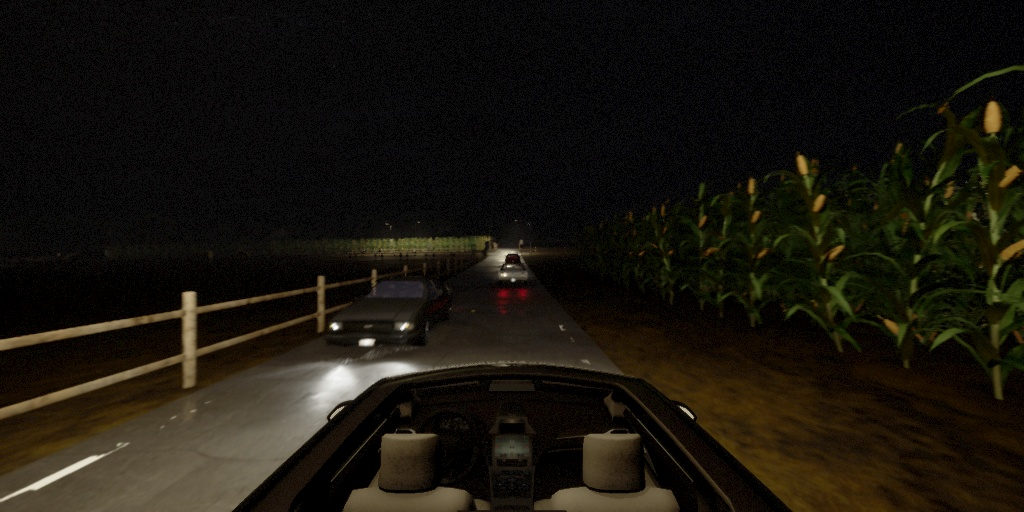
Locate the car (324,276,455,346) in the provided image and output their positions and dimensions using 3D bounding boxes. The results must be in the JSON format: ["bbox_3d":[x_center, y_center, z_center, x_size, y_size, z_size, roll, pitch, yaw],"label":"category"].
[{"bbox_3d":[-2.775,1.265,9.570,2.033,1.411,5.357,0,0,1],"label":"car"}]

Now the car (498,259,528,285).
[{"bbox_3d":[0.077,1.118,23.711,1.895,1.301,4.718,0,1,0],"label":"car"}]

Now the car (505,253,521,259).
[{"bbox_3d":[0.110,0.351,45.160,1.882,1.535,5.008,0,2,0],"label":"car"}]
